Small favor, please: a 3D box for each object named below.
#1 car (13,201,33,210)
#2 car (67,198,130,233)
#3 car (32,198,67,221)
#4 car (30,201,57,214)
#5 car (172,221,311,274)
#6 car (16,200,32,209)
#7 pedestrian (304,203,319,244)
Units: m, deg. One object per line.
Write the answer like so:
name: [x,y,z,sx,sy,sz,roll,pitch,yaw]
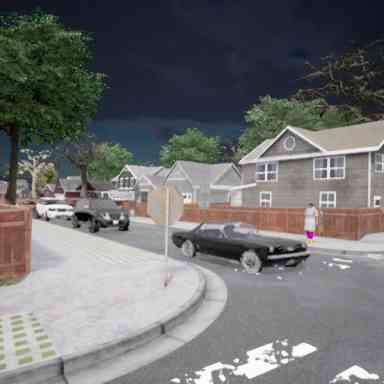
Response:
car: [-27.378,2.178,53.884,1.812,1.442,4.674,2,-2,-40]
car: [-5.953,1.433,21.301,2.150,2.045,5.566,2,-2,-35]
car: [-12.753,1.555,30.678,2.150,2.045,5.566,2,-2,-37]
car: [-20.277,2.064,45.222,2.128,1.511,4.902,2,-2,-38]
car: [1.382,1.651,10.919,1.895,1.301,4.718,2,-2,-37]
car: [-19.373,1.788,39.430,2.097,1.767,4.553,2,-2,-37]
pedestrian: [5.417,1.400,15.279,0.375,1.860,0.375,1,-1,-35]
